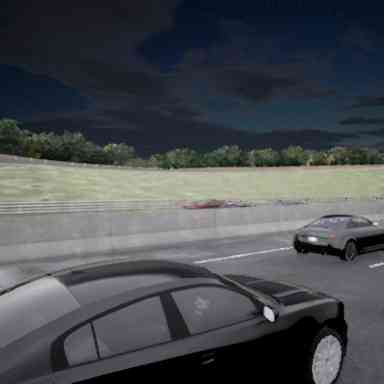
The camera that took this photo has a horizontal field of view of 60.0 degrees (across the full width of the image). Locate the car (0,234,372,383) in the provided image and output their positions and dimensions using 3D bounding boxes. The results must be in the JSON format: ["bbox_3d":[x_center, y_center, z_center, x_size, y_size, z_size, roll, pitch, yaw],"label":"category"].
[{"bbox_3d":[-0.349,1.468,3.497,5.008,1.535,1.882,0,0,-35],"label":"car"}]

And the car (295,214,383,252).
[{"bbox_3d":[5.571,1.504,12.019,4.181,1.385,1.994,0,0,-35],"label":"car"}]

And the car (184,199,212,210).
[{"bbox_3d":[1.519,1.385,30.866,5.008,1.535,1.882,0,0,-35],"label":"car"}]

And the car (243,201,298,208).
[{"bbox_3d":[6.888,1.449,26.099,5.357,1.411,2.033,0,0,-35],"label":"car"}]

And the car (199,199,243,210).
[{"bbox_3d":[3.227,1.510,27.786,4.718,1.301,1.895,0,0,-35],"label":"car"}]
